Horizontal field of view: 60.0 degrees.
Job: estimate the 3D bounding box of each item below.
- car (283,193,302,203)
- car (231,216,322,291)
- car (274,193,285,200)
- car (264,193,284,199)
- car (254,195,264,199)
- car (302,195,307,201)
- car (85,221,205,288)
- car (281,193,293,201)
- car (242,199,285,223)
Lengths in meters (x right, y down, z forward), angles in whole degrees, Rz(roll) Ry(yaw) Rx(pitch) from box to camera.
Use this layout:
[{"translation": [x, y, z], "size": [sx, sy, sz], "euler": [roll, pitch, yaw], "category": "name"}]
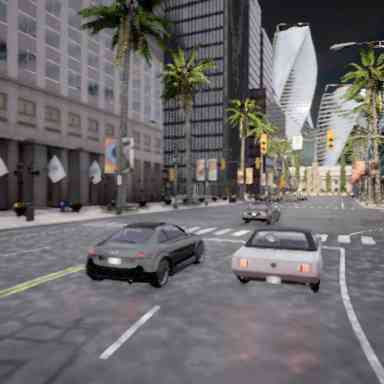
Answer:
[{"translation": [19.596, 1.392, 64.595], "size": [1.994, 1.385, 4.181], "euler": [0, 0, 25], "category": "car"}, {"translation": [2.538, 1.575, 9.107], "size": [1.895, 1.301, 4.718], "euler": [0, 0, 21], "category": "car"}, {"translation": [23.475, 1.104, 89.215], "size": [2.185, 1.767, 4.553], "euler": [0, 0, 24], "category": "car"}, {"translation": [16.363, 1.352, 65.926], "size": [2.033, 1.411, 5.357], "euler": [0, 0, 24], "category": "car"}, {"translation": [14.372, 1.297, 69.262], "size": [2.161, 1.482, 4.786], "euler": [0, 0, 24], "category": "car"}, {"translation": [26.254, 1.348, 79.233], "size": [2.033, 1.411, 5.357], "euler": [0, 0, 25], "category": "car"}, {"translation": [-1.063, 1.516, 9.330], "size": [1.994, 1.385, 4.181], "euler": [0, 0, 20], "category": "car"}, {"translation": [23.033, 1.139, 80.600], "size": [2.097, 1.767, 4.553], "euler": [0, 0, 25], "category": "car"}, {"translation": [5.049, 1.474, 23.710], "size": [2.033, 1.411, 5.357], "euler": [0, 0, 25], "category": "car"}]
